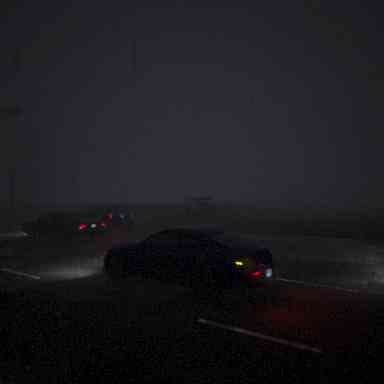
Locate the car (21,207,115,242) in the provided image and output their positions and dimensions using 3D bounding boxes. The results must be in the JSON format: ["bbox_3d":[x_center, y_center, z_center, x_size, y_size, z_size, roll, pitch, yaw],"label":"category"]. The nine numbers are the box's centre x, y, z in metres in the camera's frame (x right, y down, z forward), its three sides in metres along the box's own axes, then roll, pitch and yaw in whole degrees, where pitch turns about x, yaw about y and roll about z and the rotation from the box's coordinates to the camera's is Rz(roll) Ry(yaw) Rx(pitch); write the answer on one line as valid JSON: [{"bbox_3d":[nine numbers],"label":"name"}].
[{"bbox_3d":[-6.769,1.691,17.448,5.357,1.411,2.033,-1,0,36],"label":"car"}]

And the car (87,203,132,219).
[{"bbox_3d":[-5.912,1.512,21.140,4.553,1.767,2.097,-1,0,36],"label":"car"}]

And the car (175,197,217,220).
[{"bbox_3d":[0.438,1.367,27.442,1.905,1.878,3.866,-1,0,36],"label":"car"}]

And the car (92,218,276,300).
[{"bbox_3d":[-0.226,1.575,8.459,4.674,1.442,1.812,-1,0,36],"label":"car"}]
